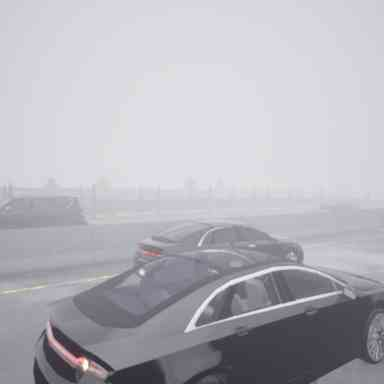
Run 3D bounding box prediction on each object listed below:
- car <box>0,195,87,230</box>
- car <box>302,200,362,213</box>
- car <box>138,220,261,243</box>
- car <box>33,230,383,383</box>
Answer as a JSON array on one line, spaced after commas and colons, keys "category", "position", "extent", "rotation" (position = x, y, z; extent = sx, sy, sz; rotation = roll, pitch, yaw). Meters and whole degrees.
[{"category": "car", "position": [-7.829, 1.182, 15.574], "extent": [5.566, 2.045, 2.150], "rotation": [0, 0, -35]}, {"category": "car", "position": [9.888, 1.527, 23.672], "extent": [5.357, 1.411, 2.033], "rotation": [0, 0, -34]}, {"category": "car", "position": [0.892, 1.492, 8.617], "extent": [4.892, 1.490, 1.837], "rotation": [0, 0, -35]}, {"category": "car", "position": [0.714, 1.485, 4.190], "extent": [4.902, 1.511, 2.128], "rotation": [0, 0, -36]}]
